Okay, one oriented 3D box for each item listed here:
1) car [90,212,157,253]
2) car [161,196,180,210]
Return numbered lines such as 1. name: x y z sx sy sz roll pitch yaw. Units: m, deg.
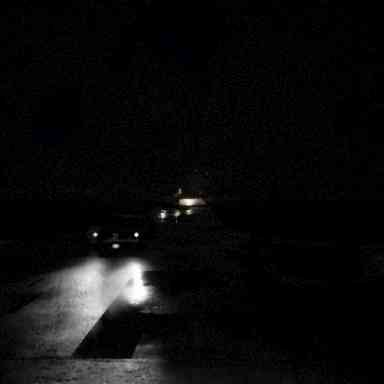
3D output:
1. car: -2.641 1.557 13.754 1.895 1.301 4.718 0 0 0
2. car: -2.440 1.207 38.551 1.882 1.535 5.008 0 1 0
